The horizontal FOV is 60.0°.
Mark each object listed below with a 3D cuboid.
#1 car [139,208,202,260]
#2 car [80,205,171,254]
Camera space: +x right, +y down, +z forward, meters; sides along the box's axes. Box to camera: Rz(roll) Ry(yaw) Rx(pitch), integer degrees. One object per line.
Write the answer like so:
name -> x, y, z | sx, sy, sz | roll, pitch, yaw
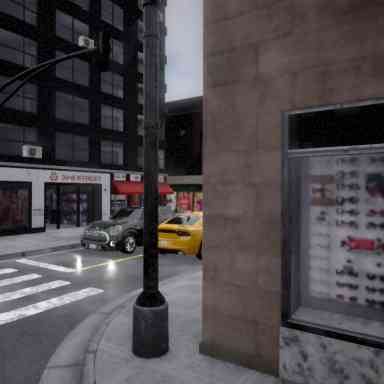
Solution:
car -> 0.463, 1.500, 12.849 | 1.882, 1.535, 5.008 | 0, 0, 33
car -> -2.323, 1.365, 13.798 | 2.097, 1.767, 4.553 | 0, 0, 33
